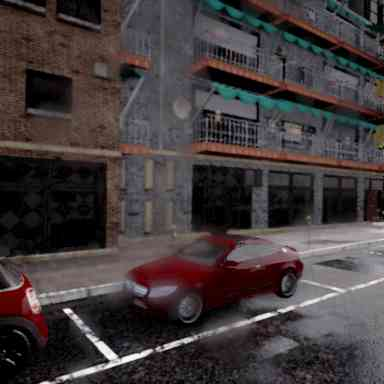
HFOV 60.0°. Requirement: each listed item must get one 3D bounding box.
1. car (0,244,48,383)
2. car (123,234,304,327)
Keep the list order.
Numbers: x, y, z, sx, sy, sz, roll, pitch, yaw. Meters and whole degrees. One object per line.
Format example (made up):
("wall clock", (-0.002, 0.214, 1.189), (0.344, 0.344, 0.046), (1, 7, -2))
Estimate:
("car", (-3.950, 1.438, 3.727), (4.097, 1.590, 1.967), (0, 1, -36))
("car", (0.648, 1.593, 7.011), (4.206, 1.307, 1.802), (0, 1, -36))
